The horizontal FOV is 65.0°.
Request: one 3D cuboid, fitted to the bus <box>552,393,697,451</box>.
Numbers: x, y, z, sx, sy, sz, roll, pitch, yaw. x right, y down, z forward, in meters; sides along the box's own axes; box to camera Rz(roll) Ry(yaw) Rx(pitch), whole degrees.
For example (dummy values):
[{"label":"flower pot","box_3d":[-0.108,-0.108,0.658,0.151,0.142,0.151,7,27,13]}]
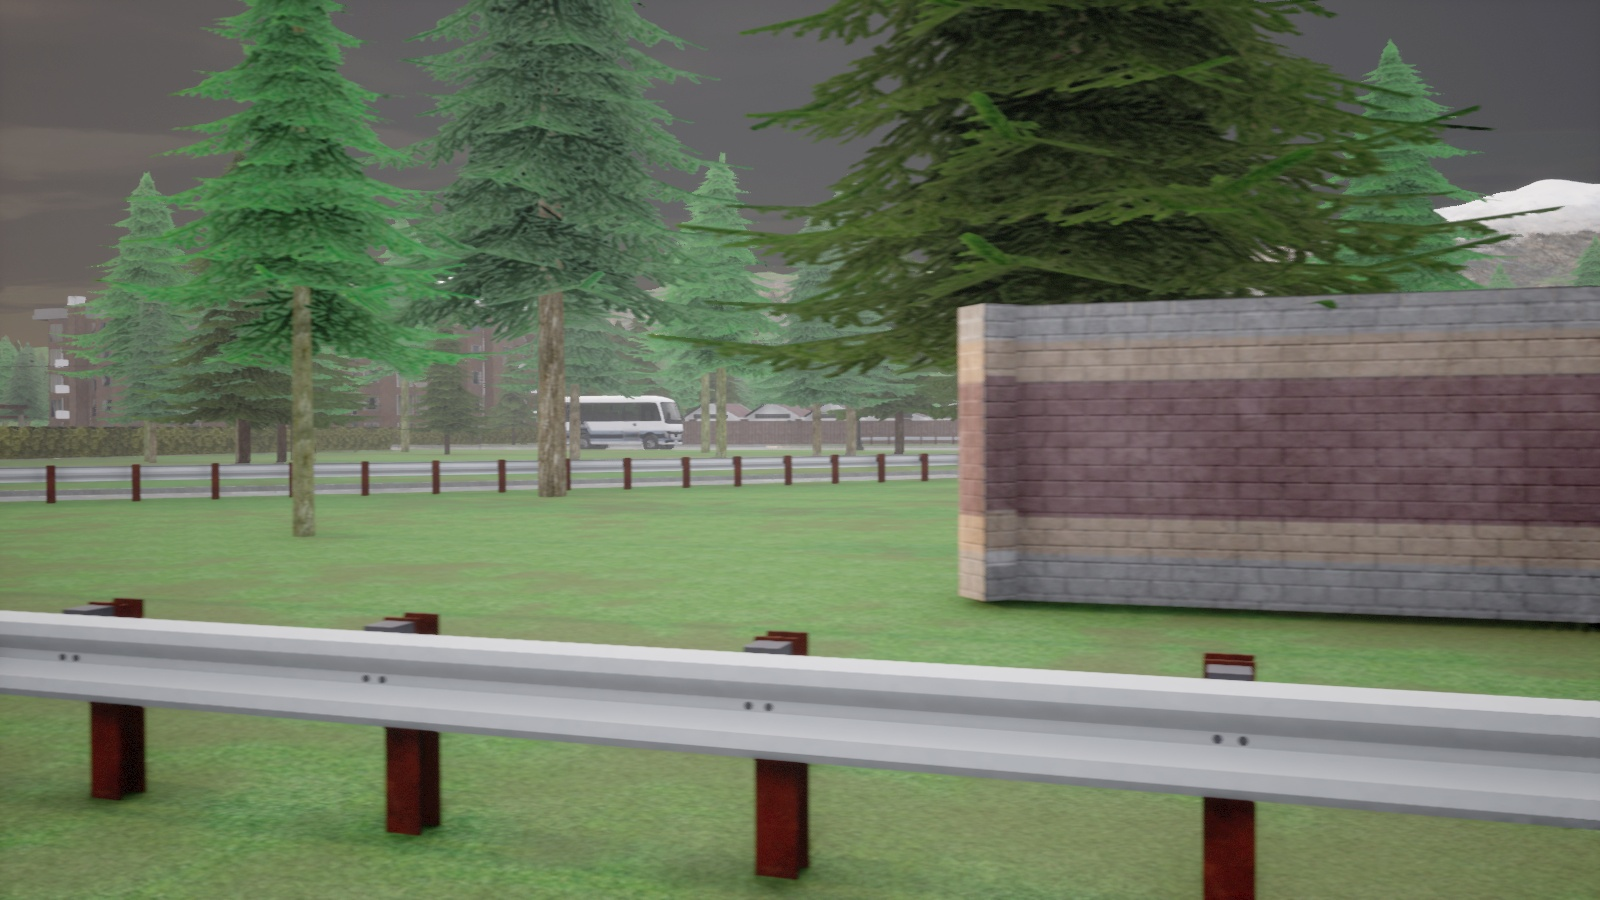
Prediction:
[{"label":"bus","box_3d":[-13.417,-2.137,95.949,10.273,4.253,3.944,1,1,19]}]
